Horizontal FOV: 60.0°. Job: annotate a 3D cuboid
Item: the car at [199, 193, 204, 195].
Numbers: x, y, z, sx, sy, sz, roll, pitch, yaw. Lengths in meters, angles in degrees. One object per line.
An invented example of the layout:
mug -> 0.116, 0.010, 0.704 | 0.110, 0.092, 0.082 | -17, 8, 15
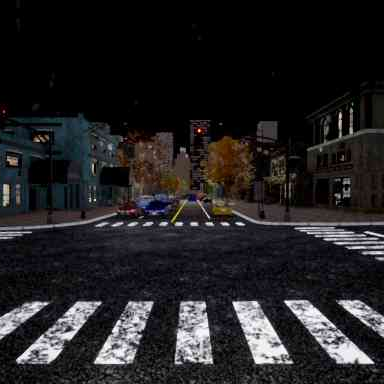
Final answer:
car -> 2.677, 1.550, 74.777 | 1.947, 1.339, 4.313 | -1, 0, 0

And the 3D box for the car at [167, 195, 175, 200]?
car -> -5.706, 1.562, 91.414 | 1.802, 1.307, 4.206 | 0, 0, 0

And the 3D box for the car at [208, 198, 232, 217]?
car -> 2.683, 1.520, 30.577 | 1.752, 1.417, 4.829 | -1, 0, 0

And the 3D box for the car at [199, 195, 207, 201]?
car -> 2.677, 1.528, 80.323 | 1.887, 1.381, 4.507 | -1, 0, 0

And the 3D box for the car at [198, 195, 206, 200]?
car -> 2.675, 1.524, 91.416 | 1.887, 1.381, 4.507 | -1, 0, 0

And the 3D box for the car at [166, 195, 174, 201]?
car -> -5.705, 1.526, 85.868 | 1.887, 1.381, 4.507 | 0, 0, 0

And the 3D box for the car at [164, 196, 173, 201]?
car -> -5.704, 1.549, 80.322 | 1.947, 1.339, 4.313 | 0, 0, 0

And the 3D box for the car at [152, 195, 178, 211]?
car -> -3.104, 1.484, 38.859 | 2.128, 1.511, 4.902 | 0, 0, 0

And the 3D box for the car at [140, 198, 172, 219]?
car -> -3.121, 1.520, 29.660 | 1.812, 1.442, 4.674 | 0, 0, 0

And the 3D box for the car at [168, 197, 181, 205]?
car -> -3.068, 1.589, 58.540 | 1.895, 1.301, 4.718 | 0, 0, 0

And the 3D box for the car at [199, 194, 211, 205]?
car -> 2.680, 1.539, 58.138 | 2.008, 1.369, 4.403 | -1, 0, 0

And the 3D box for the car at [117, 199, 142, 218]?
car -> -5.696, 1.576, 30.405 | 1.802, 1.307, 4.206 | 0, 0, 0

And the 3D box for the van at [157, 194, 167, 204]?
van -> -5.703, 1.328, 63.683 | 1.690, 1.788, 3.998 | 0, 0, 0

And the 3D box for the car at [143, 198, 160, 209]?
car -> -5.699, 1.536, 47.045 | 1.887, 1.381, 4.507 | 0, 0, 0

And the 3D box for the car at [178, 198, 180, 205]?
car -> -3.099, 1.554, 47.983 | 1.994, 1.385, 4.181 | 0, 0, 0

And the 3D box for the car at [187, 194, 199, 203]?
car -> 0.057, 1.463, 70.837 | 1.882, 1.535, 5.008 | 0, 0, 0

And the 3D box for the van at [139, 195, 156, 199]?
van -> -5.700, 1.333, 41.497 | 1.690, 1.788, 3.998 | 0, 0, 0

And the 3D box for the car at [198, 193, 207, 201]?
car -> 2.673, 1.296, 85.870 | 2.192, 1.841, 5.009 | -1, 0, 0
